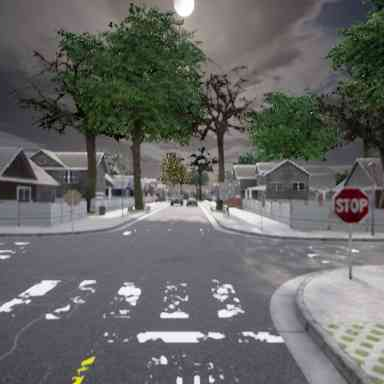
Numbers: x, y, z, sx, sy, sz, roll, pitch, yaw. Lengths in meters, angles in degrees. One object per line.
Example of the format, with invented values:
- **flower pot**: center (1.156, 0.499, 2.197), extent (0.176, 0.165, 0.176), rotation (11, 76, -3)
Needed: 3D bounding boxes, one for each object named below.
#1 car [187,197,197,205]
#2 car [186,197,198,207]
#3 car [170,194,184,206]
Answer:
- **car**: center (0.009, 1.788, 66.024), extent (1.837, 1.490, 4.892), rotation (0, -1, 0)
- **car**: center (0.009, 1.712, 55.985), extent (1.812, 1.442, 4.674), rotation (0, -1, 0)
- **car**: center (-2.742, 1.455, 60.994), extent (2.150, 2.045, 5.566), rotation (0, -1, 0)
